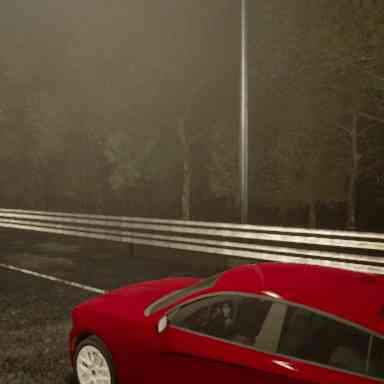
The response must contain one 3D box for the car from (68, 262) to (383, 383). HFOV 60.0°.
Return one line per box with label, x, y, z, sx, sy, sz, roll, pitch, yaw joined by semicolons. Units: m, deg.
car;0.808;1.476;3.292;5.008;1.535;1.882;0;0;36
